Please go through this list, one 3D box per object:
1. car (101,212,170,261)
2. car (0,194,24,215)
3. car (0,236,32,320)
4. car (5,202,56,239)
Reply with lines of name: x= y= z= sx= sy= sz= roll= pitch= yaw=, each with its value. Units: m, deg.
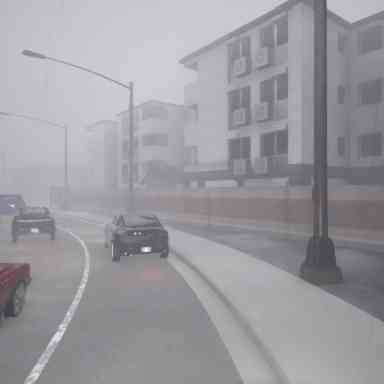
car: x=-2.189 y=1.504 z=12.417 sx=1.837 sy=1.490 sz=4.892 roll=0 pitch=0 yaw=-19
car: x=-15.571 y=1.220 z=28.267 sx=2.150 sy=2.045 sz=5.566 roll=0 pitch=0 yaw=-34
car: x=-3.825 y=1.601 z=4.363 sx=1.895 sy=1.301 sz=4.718 roll=0 pitch=0 yaw=-7
car: x=-8.118 y=1.492 z=16.934 sx=2.128 sy=1.511 sz=4.902 roll=0 pitch=0 yaw=-28
